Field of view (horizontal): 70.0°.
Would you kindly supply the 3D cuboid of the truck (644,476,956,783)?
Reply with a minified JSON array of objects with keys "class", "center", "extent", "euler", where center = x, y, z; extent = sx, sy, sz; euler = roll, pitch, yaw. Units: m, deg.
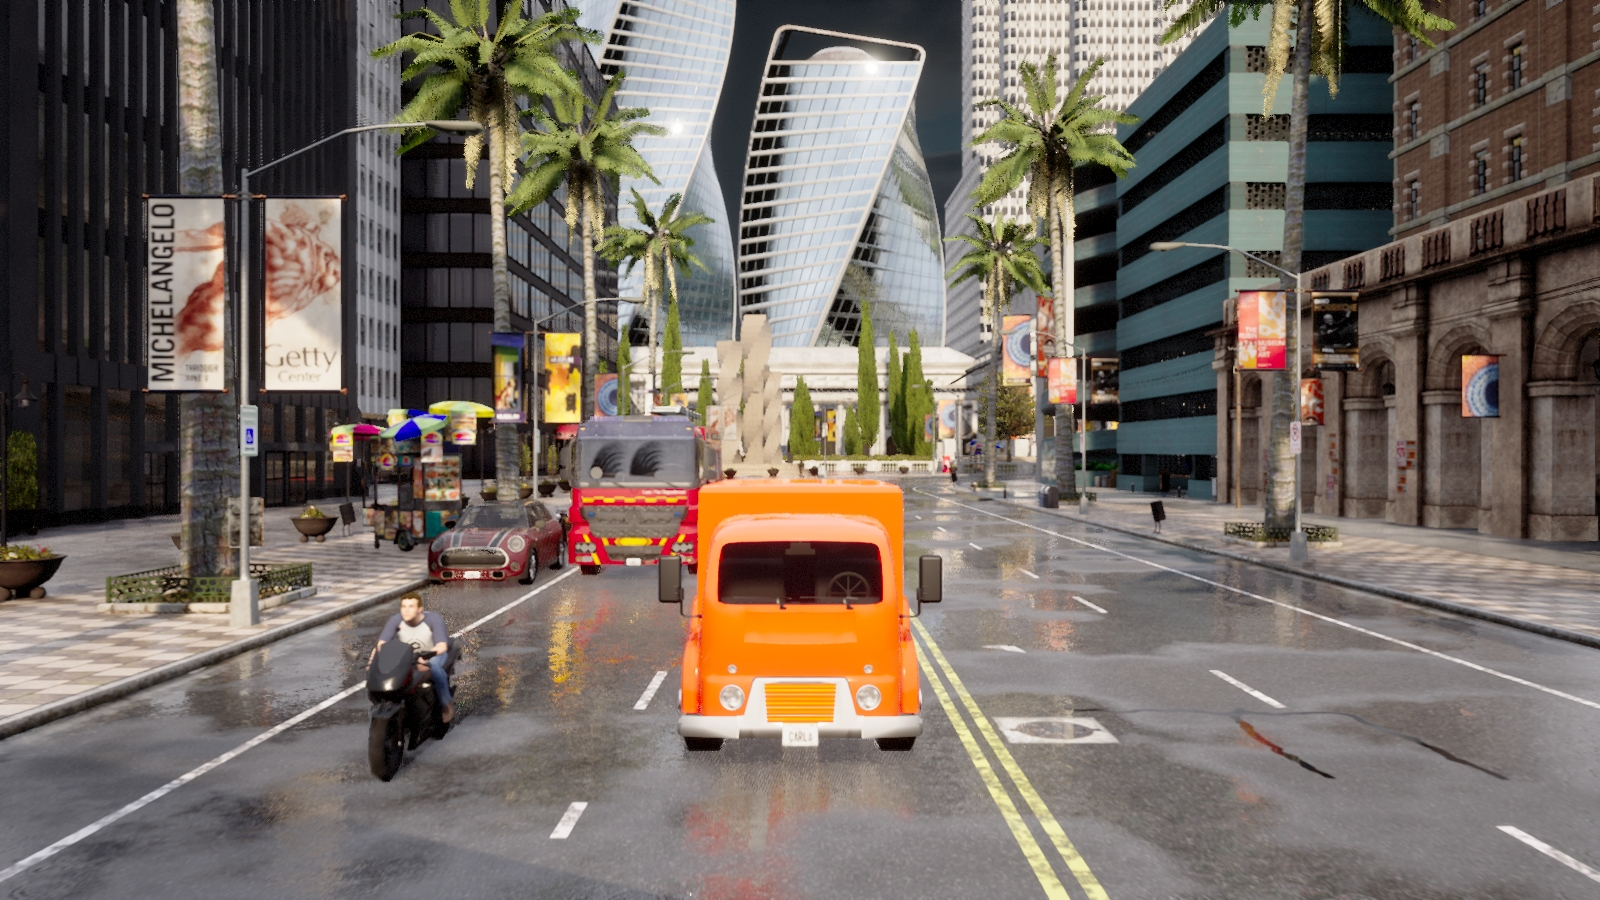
[{"class":"truck","center":[0.001,1.574,12.221],"extent":[2.627,2.467,5.204],"euler":[0,0,0]}]

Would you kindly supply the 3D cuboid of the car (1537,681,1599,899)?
[{"class":"car","center":[3.499,1.780,0.976],"extent":[2.150,2.045,5.566],"euler":[0,0,0]}]

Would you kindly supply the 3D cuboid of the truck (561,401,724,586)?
[{"class":"truck","center":[-3.546,0.903,27.848],"extent":[2.891,3.827,8.468],"euler":[0,0,-1]}]
